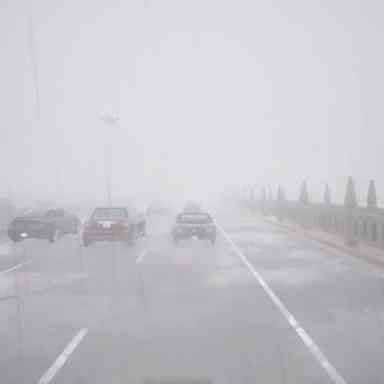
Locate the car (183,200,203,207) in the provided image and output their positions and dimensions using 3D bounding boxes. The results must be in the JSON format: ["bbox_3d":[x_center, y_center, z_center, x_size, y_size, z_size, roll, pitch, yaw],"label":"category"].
[{"bbox_3d":[0.089,1.530,33.844,1.812,1.442,4.674,0,0,0],"label":"car"}]

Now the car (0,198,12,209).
[{"bbox_3d":[-17.594,1.354,29.305,2.097,1.767,4.553,0,0,0],"label":"car"}]

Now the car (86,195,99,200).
[{"bbox_3d":[-20.959,1.473,70.223,1.837,1.490,4.892,0,0,0],"label":"car"}]

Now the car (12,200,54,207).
[{"bbox_3d":[-14.093,1.494,30.813,2.128,1.511,4.902,0,0,0],"label":"car"}]

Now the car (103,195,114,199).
[{"bbox_3d":[-17.463,1.456,70.023,1.882,1.535,5.008,0,0,0],"label":"car"}]

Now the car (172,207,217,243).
[{"bbox_3d":[0.101,1.603,15.962,1.895,1.301,4.718,0,0,0],"label":"car"}]

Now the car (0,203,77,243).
[{"bbox_3d":[-6.900,1.507,16.081,1.837,1.490,4.892,0,0,0],"label":"car"}]

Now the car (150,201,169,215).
[{"bbox_3d":[-3.399,1.568,33.431,1.994,1.385,4.181,0,0,0],"label":"car"}]

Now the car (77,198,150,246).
[{"bbox_3d":[-3.401,1.354,15.405,2.097,1.767,4.553,0,0,0],"label":"car"}]
